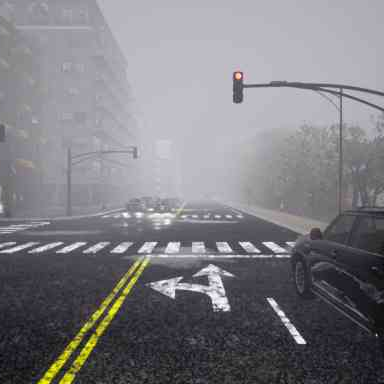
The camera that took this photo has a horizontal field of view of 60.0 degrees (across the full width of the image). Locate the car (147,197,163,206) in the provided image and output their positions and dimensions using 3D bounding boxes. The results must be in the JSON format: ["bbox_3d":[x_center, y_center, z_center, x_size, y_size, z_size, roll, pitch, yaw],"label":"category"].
[{"bbox_3d":[-6.454,1.564,58.498,2.033,1.411,5.357,0,0,0],"label":"car"}]

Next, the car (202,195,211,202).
[{"bbox_3d":[3.423,1.387,78.432,2.097,1.767,4.553,0,0,0],"label":"car"}]

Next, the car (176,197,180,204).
[{"bbox_3d":[-3.247,1.557,48.105,2.033,1.411,5.357,0,0,0],"label":"car"}]

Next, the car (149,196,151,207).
[{"bbox_3d":[-6.492,1.362,47.895,2.097,1.767,4.553,0,0,0],"label":"car"}]

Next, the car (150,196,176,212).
[{"bbox_3d":[-3.278,1.496,38.357,2.128,1.511,4.902,0,0,-2],"label":"car"}]

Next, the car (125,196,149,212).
[{"bbox_3d":[-6.514,1.510,38.686,1.837,1.490,4.892,0,0,0],"label":"car"}]

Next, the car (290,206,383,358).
[{"bbox_3d":[3.374,1.221,5.292,2.150,2.045,5.566,0,0,-2],"label":"car"}]
